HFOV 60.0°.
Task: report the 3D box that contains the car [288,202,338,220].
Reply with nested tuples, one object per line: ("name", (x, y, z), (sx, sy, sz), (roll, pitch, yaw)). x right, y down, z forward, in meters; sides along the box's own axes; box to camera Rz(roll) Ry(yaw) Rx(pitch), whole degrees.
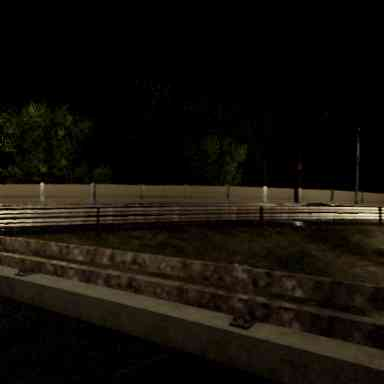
("car", (10.905, 1.650, 29.901), (4.674, 1.442, 1.812), (2, -1, -19))

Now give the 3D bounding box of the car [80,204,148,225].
("car", (-5.666, 1.508, 24.057), (4.718, 1.301, 1.895), (0, 0, -19))
